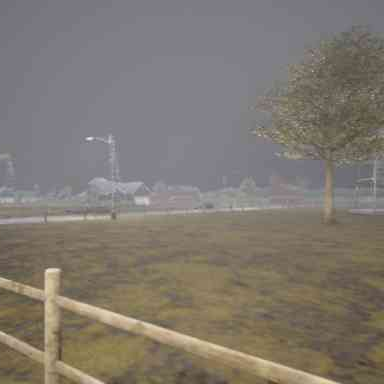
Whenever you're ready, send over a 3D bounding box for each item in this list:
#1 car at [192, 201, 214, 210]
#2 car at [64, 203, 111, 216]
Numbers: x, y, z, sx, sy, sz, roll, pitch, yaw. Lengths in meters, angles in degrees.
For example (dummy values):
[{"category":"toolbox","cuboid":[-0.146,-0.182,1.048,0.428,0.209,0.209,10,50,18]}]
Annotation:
[{"category":"car","cuboid":[1.948,2.350,57.320,1.837,1.490,4.892,-2,-2,36]},{"category":"car","cuboid":[-11.859,1.984,38.129,2.033,1.411,5.357,-2,-2,36]}]
